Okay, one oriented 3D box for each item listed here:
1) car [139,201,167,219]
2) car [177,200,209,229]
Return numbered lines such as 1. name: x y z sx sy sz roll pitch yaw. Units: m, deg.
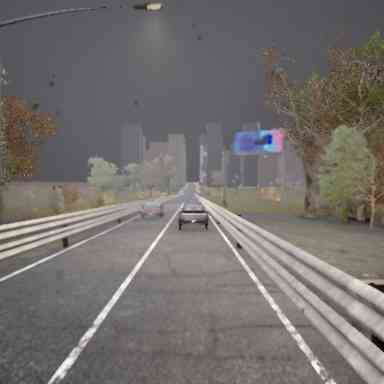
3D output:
1. car: -3.364 1.513 29.425 1.812 1.442 4.674 0 0 0
2. car: 0.090 1.482 21.579 2.128 1.511 4.902 0 0 0
